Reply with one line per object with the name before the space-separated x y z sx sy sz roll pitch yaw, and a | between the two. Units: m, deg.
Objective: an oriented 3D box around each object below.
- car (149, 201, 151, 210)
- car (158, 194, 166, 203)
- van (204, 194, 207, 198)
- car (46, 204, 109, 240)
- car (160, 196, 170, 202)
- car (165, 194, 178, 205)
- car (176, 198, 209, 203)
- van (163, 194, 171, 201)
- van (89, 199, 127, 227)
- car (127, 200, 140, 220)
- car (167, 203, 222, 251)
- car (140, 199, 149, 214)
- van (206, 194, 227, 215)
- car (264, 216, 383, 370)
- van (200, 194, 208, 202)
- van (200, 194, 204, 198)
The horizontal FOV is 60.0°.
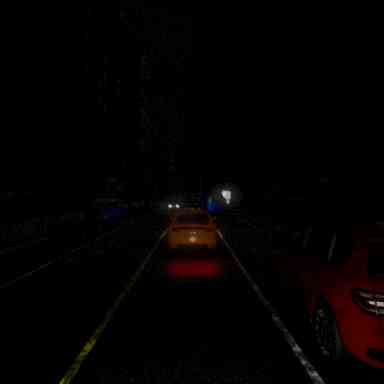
car | -5.877 1.543 39.634 1.887 1.381 4.507 0 0 0
car | -5.892 1.530 67.938 1.947 1.339 4.313 0 0 0
van | 2.649 1.339 39.664 1.690 1.788 3.998 0 0 0
car | -5.864 1.550 16.993 1.887 1.381 4.507 0 0 0
car | -5.895 1.499 73.597 1.887 1.381 4.507 0 0 0
car | -3.080 1.527 58.093 2.033 1.411 5.357 0 0 1
car | 0.029 1.496 27.920 2.128 1.511 4.902 0 0 0
van | -5.897 1.284 79.257 1.690 1.788 3.998 0 0 0
van | -5.867 1.346 22.653 1.690 1.788 3.998 0 0 0
car | -5.871 1.586 28.313 1.802 1.307 4.206 0 0 0
car | 0.047 1.482 14.101 1.882 1.535 5.008 0 0 1
car | -5.874 1.584 33.974 1.802 1.307 4.206 0 0 0
van | 2.652 1.343 34.006 1.690 1.788 3.998 0 0 0
car | 2.667 1.318 5.717 2.192 1.841 5.009 0 0 0
van | 2.631 1.295 73.611 1.690 1.788 3.998 0 0 0
van | 2.634 1.305 67.953 1.690 1.788 3.998 0 0 0
